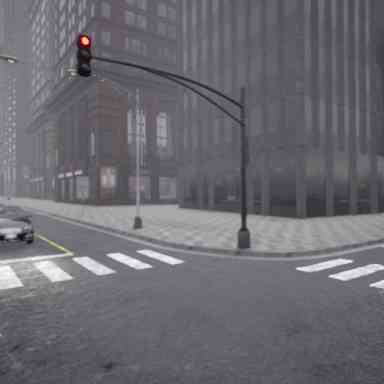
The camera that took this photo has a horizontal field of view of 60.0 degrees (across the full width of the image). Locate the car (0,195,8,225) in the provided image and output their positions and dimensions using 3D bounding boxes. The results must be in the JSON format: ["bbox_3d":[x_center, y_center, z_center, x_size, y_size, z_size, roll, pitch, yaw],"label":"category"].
[{"bbox_3d":[-13.455,1.123,21.669,2.097,1.767,4.553,0,1,-35],"label":"car"}]

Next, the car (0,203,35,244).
[{"bbox_3d":[-8.106,1.341,14.259,2.128,1.511,4.902,0,1,-36],"label":"car"}]
